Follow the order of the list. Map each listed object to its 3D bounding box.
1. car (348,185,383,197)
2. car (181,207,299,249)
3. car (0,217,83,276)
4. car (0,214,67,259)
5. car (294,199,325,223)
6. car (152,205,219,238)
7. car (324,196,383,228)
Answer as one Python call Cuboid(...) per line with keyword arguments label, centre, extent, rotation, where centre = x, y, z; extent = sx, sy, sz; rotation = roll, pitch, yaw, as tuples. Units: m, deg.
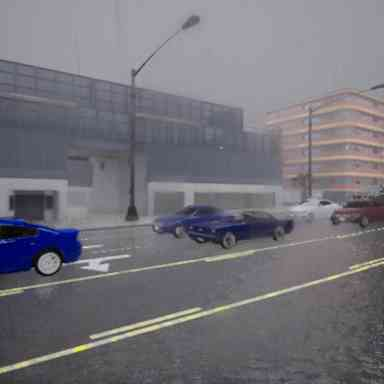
Cuboid(label="car", centre=(15.029, 0.430, 27.462), extent=(5.566, 2.045, 2.150), rotation=(-1, 0, -35))
Cuboid(label="car", centre=(2.130, 1.487, 14.099), extent=(4.718, 1.301, 1.895), rotation=(-1, 1, -35))
Cuboid(label="car", centre=(-5.469, 1.473, 8.684), extent=(5.008, 1.535, 1.882), rotation=(-1, 0, -36))
Cuboid(label="car", centre=(-7.148, 1.592, 11.792), extent=(4.718, 1.301, 1.895), rotation=(-1, 0, -35))
Cuboid(label="car", centre=(8.357, 1.206, 22.800), extent=(4.674, 1.442, 1.812), rotation=(-1, 1, -35))
Cuboid(label="car", centre=(0.230, 1.409, 17.042), extent=(4.674, 1.442, 1.812), rotation=(-1, 1, -35))
Cuboid(label="car", centre=(10.262, 1.209, 19.873), extent=(4.674, 1.442, 1.812), rotation=(-1, 1, -35))
